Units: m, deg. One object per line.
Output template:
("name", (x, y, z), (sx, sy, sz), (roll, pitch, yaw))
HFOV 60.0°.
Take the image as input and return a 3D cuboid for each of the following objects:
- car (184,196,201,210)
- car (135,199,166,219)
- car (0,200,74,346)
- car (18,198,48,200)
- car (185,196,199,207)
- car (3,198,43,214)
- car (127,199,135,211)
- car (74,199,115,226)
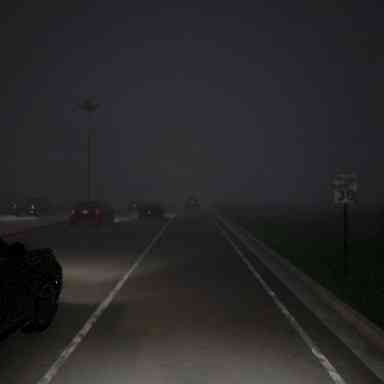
("car", (0.042, 1.347, 42.786), (2.097, 1.767, 4.553), (0, 0, 0))
("car", (-3.373, 1.474, 28.713), (1.882, 1.535, 5.008), (0, 0, 0))
("car", (-3.395, 1.221, 3.617), (2.150, 2.045, 5.566), (0, 0, 0))
("car", (-15.020, 1.346, 31.549), (2.097, 1.767, 4.553), (0, 0, 1))
("car", (0.051, 1.486, 51.900), (2.128, 1.511, 4.902), (0, 0, 0))
("car", (-18.465, 1.475, 36.640), (1.882, 1.535, 5.008), (0, 0, 0))
("car", (-6.865, 1.558, 41.588), (1.994, 1.385, 4.181), (0, 0, 0))
("car", (-6.878, 1.348, 23.508), (2.097, 1.767, 4.553), (0, 0, 0))
